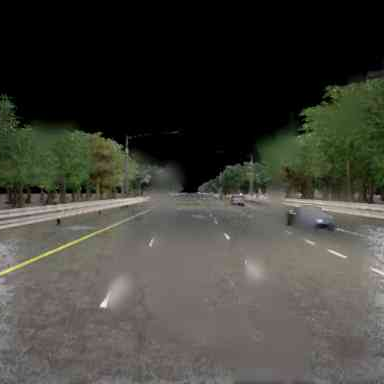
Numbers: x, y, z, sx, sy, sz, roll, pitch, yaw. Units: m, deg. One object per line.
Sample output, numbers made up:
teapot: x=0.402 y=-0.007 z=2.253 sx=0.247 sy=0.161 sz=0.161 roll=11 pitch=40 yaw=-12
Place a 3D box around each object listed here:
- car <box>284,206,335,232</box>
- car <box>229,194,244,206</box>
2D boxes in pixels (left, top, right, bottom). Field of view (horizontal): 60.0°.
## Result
car: x=7.011 y=1.557 z=20.264 sx=1.994 sy=1.385 sz=4.181 roll=0 pitch=0 yaw=0
car: x=7.026 y=1.518 z=52.300 sx=2.033 sy=1.411 sz=5.357 roll=0 pitch=0 yaw=0
